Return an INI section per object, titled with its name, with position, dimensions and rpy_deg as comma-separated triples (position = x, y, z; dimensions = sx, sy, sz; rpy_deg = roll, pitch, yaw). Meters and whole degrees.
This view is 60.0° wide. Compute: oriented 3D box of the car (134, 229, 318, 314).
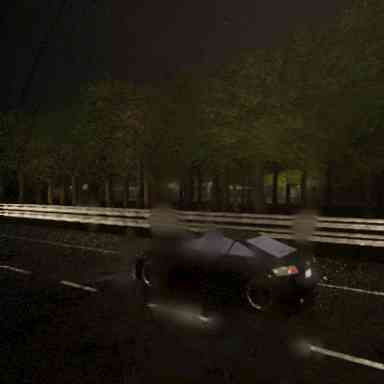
[car]
position = 0.651, 1.567, 7.703
dimensions = 4.181, 1.385, 1.994
rpy_deg = 0, 0, 35
